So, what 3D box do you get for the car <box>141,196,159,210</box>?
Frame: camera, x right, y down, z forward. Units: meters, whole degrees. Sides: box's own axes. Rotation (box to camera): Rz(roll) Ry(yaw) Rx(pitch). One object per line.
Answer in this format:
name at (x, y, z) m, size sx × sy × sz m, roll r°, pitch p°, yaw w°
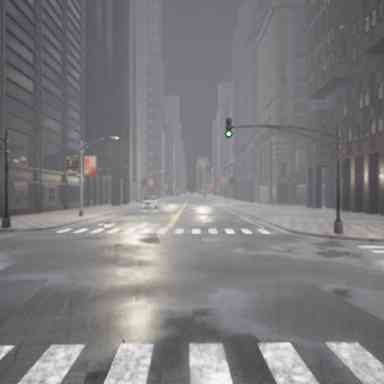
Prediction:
car at (-6.436, 1.627, 51.333) m, size 2.150 × 2.045 × 5.566 m, roll 0°, pitch 0°, yaw 0°
